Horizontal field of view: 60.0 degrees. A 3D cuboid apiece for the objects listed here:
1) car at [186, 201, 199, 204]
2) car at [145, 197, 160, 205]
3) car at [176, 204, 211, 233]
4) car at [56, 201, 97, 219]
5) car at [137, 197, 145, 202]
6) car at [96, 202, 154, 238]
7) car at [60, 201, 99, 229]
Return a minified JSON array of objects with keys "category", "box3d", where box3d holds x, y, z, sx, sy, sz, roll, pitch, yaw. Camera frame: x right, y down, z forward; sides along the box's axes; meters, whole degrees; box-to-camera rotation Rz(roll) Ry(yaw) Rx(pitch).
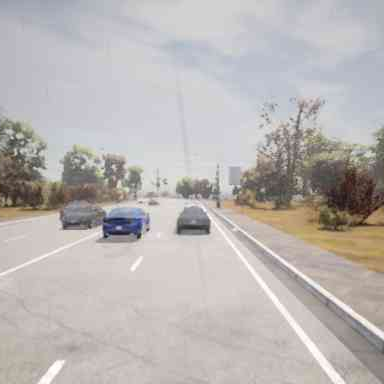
[{"category":"car","box3d":[0.073,1.729,38.522,1.895,1.301,4.718,0,0,0]},{"category":"car","box3d":[-7.066,1.807,61.850,1.895,1.301,4.718,0,0,1]},{"category":"car","box3d":[0.087,1.632,20.379,1.994,1.385,4.181,0,0,0]},{"category":"car","box3d":[-10.617,1.597,30.932,2.128,1.511,4.902,0,0,0]},{"category":"car","box3d":[-10.549,1.758,70.485,1.812,1.442,4.674,0,0,0]},{"category":"car","box3d":[-3.412,1.538,17.982,1.882,1.535,5.008,0,0,0]},{"category":"car","box3d":[-7.114,1.580,22.294,1.837,1.490,4.892,0,0,0]}]
